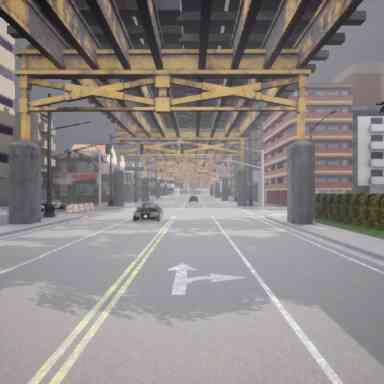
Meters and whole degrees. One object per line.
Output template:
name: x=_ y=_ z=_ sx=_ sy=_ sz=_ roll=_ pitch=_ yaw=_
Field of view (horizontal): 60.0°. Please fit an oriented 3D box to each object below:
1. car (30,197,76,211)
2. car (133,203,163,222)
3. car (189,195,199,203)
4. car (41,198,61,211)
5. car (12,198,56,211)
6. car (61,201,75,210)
car: x=-16.569 y=1.457 z=39.839 sx=4.974 sy=1.542 sz=2.038 roll=0 pitch=0 yaw=-20
car: x=-3.374 y=1.588 z=26.163 sx=1.994 sy=1.385 sz=4.181 roll=0 pitch=0 yaw=0
car: x=0.347 y=1.497 z=71.230 sx=1.837 sy=1.490 sz=4.892 roll=0 pitch=0 yaw=0
car: x=-16.916 y=1.456 z=35.682 sx=4.974 sy=1.542 sz=2.038 roll=0 pitch=0 yaw=25
car: x=-16.963 y=1.299 z=35.704 sx=4.536 sy=1.218 sz=1.853 roll=0 pitch=0 yaw=25
car: x=-16.618 y=1.299 z=39.821 sx=4.536 sy=1.218 sz=1.853 roll=0 pitch=0 yaw=-20
